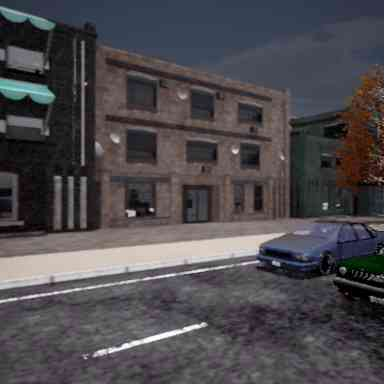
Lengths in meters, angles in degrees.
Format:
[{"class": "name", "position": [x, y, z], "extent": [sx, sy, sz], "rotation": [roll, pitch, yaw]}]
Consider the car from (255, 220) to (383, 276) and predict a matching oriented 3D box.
[{"class": "car", "position": [4.543, 1.645, 10.834], "extent": [5.357, 1.411, 2.033], "rotation": [1, 0, -35]}]

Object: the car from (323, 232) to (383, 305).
[{"class": "car", "position": [5.196, 1.689, 7.326], "extent": [4.718, 1.301, 1.895], "rotation": [1, 0, -35]}]
